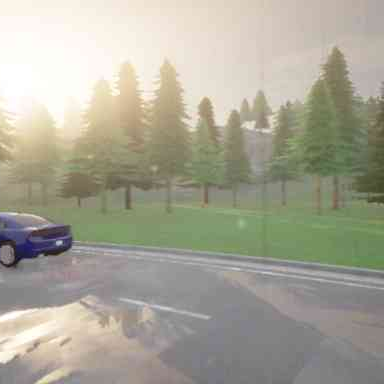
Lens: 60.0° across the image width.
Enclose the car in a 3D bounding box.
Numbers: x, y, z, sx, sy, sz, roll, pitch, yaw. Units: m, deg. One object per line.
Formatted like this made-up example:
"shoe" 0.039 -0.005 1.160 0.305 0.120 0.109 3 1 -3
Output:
"car" -6.345 1.404 11.049 5.008 1.535 1.882 0 0 22
